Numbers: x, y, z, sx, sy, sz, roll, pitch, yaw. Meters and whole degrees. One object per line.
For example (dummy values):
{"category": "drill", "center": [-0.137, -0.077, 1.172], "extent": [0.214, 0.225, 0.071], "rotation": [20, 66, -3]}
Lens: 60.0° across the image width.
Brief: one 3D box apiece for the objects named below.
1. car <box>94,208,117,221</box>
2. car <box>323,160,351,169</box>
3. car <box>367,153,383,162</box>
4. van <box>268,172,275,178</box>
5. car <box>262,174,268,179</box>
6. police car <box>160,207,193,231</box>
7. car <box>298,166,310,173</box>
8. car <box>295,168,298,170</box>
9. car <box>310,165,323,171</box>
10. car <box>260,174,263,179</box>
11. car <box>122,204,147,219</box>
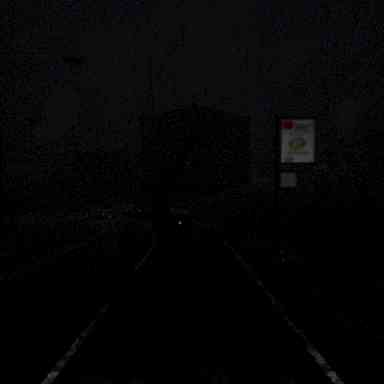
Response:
{"category": "car", "center": [-10.254, 2.589, 39.106], "extent": [1.812, 1.442, 4.674], "rotation": [0, -2, -28]}
{"category": "car", "center": [21.541, -3.893, 48.662], "extent": [2.185, 1.767, 4.553], "rotation": [0, 0, -1]}
{"category": "car", "center": [21.769, -3.726, 37.723], "extent": [2.231, 1.521, 4.892], "rotation": [0, 0, -1]}
{"category": "van", "center": [20.853, -4.064, 81.760], "extent": [1.878, 1.987, 4.442], "rotation": [0, 0, -1]}
{"category": "car", "center": [20.737, -3.794, 87.401], "extent": [2.002, 1.452, 4.674], "rotation": [0, 0, -1]}
{"category": "police car", "center": [-1.235, 1.875, 24.115], "extent": [1.930, 1.638, 5.238], "rotation": [0, -2, -10]}
{"category": "car", "center": [21.309, -3.930, 59.829], "extent": [2.185, 1.767, 4.553], "rotation": [0, 0, -1]}
{"category": "car", "center": [21.195, -3.945, 65.349], "extent": [2.185, 1.767, 4.553], "rotation": [0, 0, -1]}
{"category": "car", "center": [21.427, -3.745, 54.155], "extent": [2.002, 1.452, 4.674], "rotation": [0, 0, -1]}
{"category": "car", "center": [20.622, -4.076, 92.888], "extent": [2.435, 2.045, 5.566], "rotation": [0, 0, -1]}
{"category": "car", "center": [-7.153, 2.406, 40.993], "extent": [2.097, 1.767, 4.553], "rotation": [0, -2, -27]}
